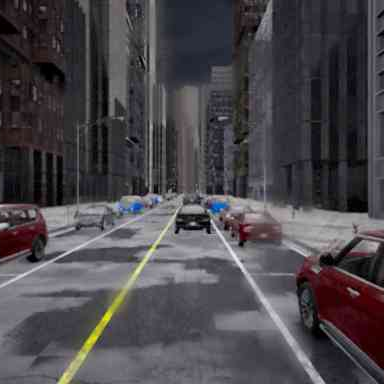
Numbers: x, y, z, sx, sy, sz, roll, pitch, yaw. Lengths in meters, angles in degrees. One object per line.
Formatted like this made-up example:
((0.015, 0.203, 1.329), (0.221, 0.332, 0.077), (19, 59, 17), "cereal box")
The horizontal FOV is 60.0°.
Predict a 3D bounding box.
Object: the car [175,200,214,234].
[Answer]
((0.048, 1.434, 19.119), (1.882, 1.535, 5.008), (0, 0, 0), "car")

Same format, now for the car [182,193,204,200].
((-0.003, 1.132, 40.583), (2.150, 2.045, 5.566), (0, 0, 0), "car")

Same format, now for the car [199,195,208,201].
((2.568, 1.405, 76.560), (2.008, 1.369, 4.403), (0, 0, 0), "car")

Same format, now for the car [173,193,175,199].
((-5.972, 1.292, 82.142), (1.967, 1.590, 4.097), (0, 0, 0), "car")

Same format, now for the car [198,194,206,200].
((2.539, 1.282, 87.778), (1.967, 1.590, 4.097), (0, 0, 0), "car")

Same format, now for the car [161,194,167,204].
((-5.913, 1.403, 59.534), (1.752, 1.417, 4.829), (0, 0, 0), "car")

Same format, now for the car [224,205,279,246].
((2.727, 1.510, 14.860), (1.887, 1.381, 4.507), (0, 0, 0), "car")

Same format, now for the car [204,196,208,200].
((2.670, 1.461, 37.297), (1.887, 1.381, 4.507), (0, 0, 0), "car")

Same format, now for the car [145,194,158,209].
((-5.870, 1.349, 42.876), (1.967, 1.590, 4.097), (0, 0, 0), "car")

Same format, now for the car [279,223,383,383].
((2.756, 1.305, 3.642), (2.192, 1.841, 5.009), (0, 0, 0), "car")

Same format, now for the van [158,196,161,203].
((-5.884, 1.238, 48.485), (1.690, 1.788, 3.998), (0, 0, 0), "van")

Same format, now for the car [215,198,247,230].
((2.713, 1.393, 20.469), (1.967, 1.590, 4.097), (0, 0, 0), "car")

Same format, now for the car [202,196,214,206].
((2.625, 1.407, 54.294), (1.752, 1.417, 4.829), (0, 0, 0), "car")

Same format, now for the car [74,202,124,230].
((-5.812, 1.507, 20.438), (2.008, 1.369, 4.403), (0, 0, 0), "car")

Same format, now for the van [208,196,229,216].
((2.684, 1.270, 31.687), (1.690, 1.788, 3.998), (0, 0, 0), "van")

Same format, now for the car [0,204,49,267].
((-5.783, 1.297, 9.219), (2.192, 1.841, 5.009), (0, 0, 0), "car")

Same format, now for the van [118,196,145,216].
((-5.841, 1.274, 31.657), (1.690, 1.788, 3.998), (0, 0, 0), "van")

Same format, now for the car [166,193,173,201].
((-5.957, 1.424, 76.532), (1.947, 1.339, 4.313), (0, 0, 0), "car")

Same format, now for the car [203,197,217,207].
((2.640, 1.418, 48.685), (1.752, 1.417, 4.829), (0, 0, 0), "car")
